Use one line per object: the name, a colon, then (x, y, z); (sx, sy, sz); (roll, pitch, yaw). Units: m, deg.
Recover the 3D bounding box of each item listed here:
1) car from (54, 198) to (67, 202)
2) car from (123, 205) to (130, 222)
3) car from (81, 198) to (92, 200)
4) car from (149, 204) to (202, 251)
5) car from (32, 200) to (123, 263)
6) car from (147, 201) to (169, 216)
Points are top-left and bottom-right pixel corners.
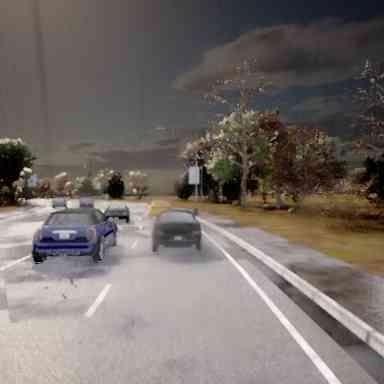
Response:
car: (-18.322, 1.562, 46.209); (1.812, 1.442, 4.674); (0, 0, -19)
car: (-5.848, 1.624, 26.318); (1.895, 1.301, 4.718); (0, 0, -10)
car: (-14.473, 1.515, 45.746); (1.882, 1.535, 5.008); (0, 0, -18)
car: (-0.698, 1.488, 14.238); (1.882, 1.535, 5.008); (0, 0, -5)
car: (-4.049, 1.365, 12.283); (2.097, 1.767, 4.553); (0, 0, -4)
car: (-2.913, 1.501, 29.715); (1.882, 1.535, 5.008); (0, 0, -11)
